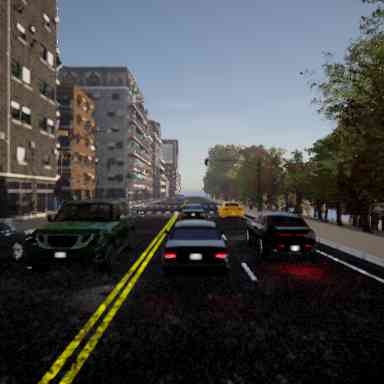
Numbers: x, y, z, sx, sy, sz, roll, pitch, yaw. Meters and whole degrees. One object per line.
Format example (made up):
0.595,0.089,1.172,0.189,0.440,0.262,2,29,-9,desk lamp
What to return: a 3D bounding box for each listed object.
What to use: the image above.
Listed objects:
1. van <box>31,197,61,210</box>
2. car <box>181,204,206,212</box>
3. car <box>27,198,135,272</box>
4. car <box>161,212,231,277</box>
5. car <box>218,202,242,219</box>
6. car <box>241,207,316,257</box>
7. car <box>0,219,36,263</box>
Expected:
-22.709,1.791,51.771,3.998,1.788,1.690,-1,1,-1,van
0.101,1.636,25.649,2.033,1.411,5.357,0,0,0,car
-3.347,1.261,11.223,2.150,2.045,5.566,0,0,0,car
0.095,1.581,10.333,2.033,1.411,5.357,0,0,0,car
3.358,1.579,29.304,1.882,1.535,5.008,0,0,0,car
3.348,1.551,13.193,1.837,1.490,4.892,0,0,0,car
-6.596,1.538,9.485,1.837,1.490,4.892,0,-1,0,car
